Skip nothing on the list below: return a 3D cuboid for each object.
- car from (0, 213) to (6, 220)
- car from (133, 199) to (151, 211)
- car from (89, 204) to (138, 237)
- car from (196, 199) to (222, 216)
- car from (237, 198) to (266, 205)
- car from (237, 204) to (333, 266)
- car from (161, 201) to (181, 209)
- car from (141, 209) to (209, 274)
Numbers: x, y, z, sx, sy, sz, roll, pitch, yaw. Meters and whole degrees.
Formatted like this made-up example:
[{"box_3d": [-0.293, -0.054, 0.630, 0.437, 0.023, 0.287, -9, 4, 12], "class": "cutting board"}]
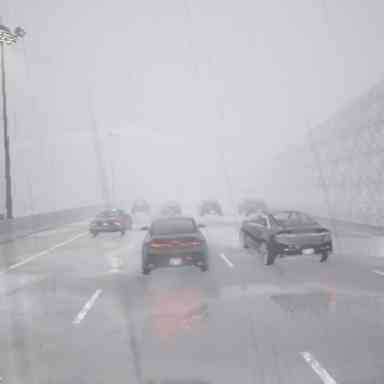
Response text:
[{"box_3d": [-15.732, 2.124, 24.655, 1.882, 1.535, 5.008, -2, 0, -4], "class": "car"}, {"box_3d": [-6.068, 1.591, 39.985, 2.097, 1.767, 4.553, -2, 0, -4], "class": "car"}, {"box_3d": [-4.693, 1.736, 19.827, 2.033, 1.411, 5.357, -2, 0, -4], "class": "car"}, {"box_3d": [1.572, 1.429, 30.778, 1.837, 1.490, 4.892, -2, 0, -4], "class": "car"}, {"box_3d": [5.199, 1.279, 28.979, 1.837, 1.490, 4.892, -2, 0, -4], "class": "car"}, {"box_3d": [2.899, 1.366, 11.205, 2.128, 1.511, 4.902, -2, 0, -4], "class": "car"}, {"box_3d": [-1.997, 1.598, 31.737, 1.812, 1.442, 4.674, -2, 0, -4], "class": "car"}, {"box_3d": [-0.580, 1.525, 10.835, 1.837, 1.490, 4.892, -2, 0, -4], "class": "car"}]
